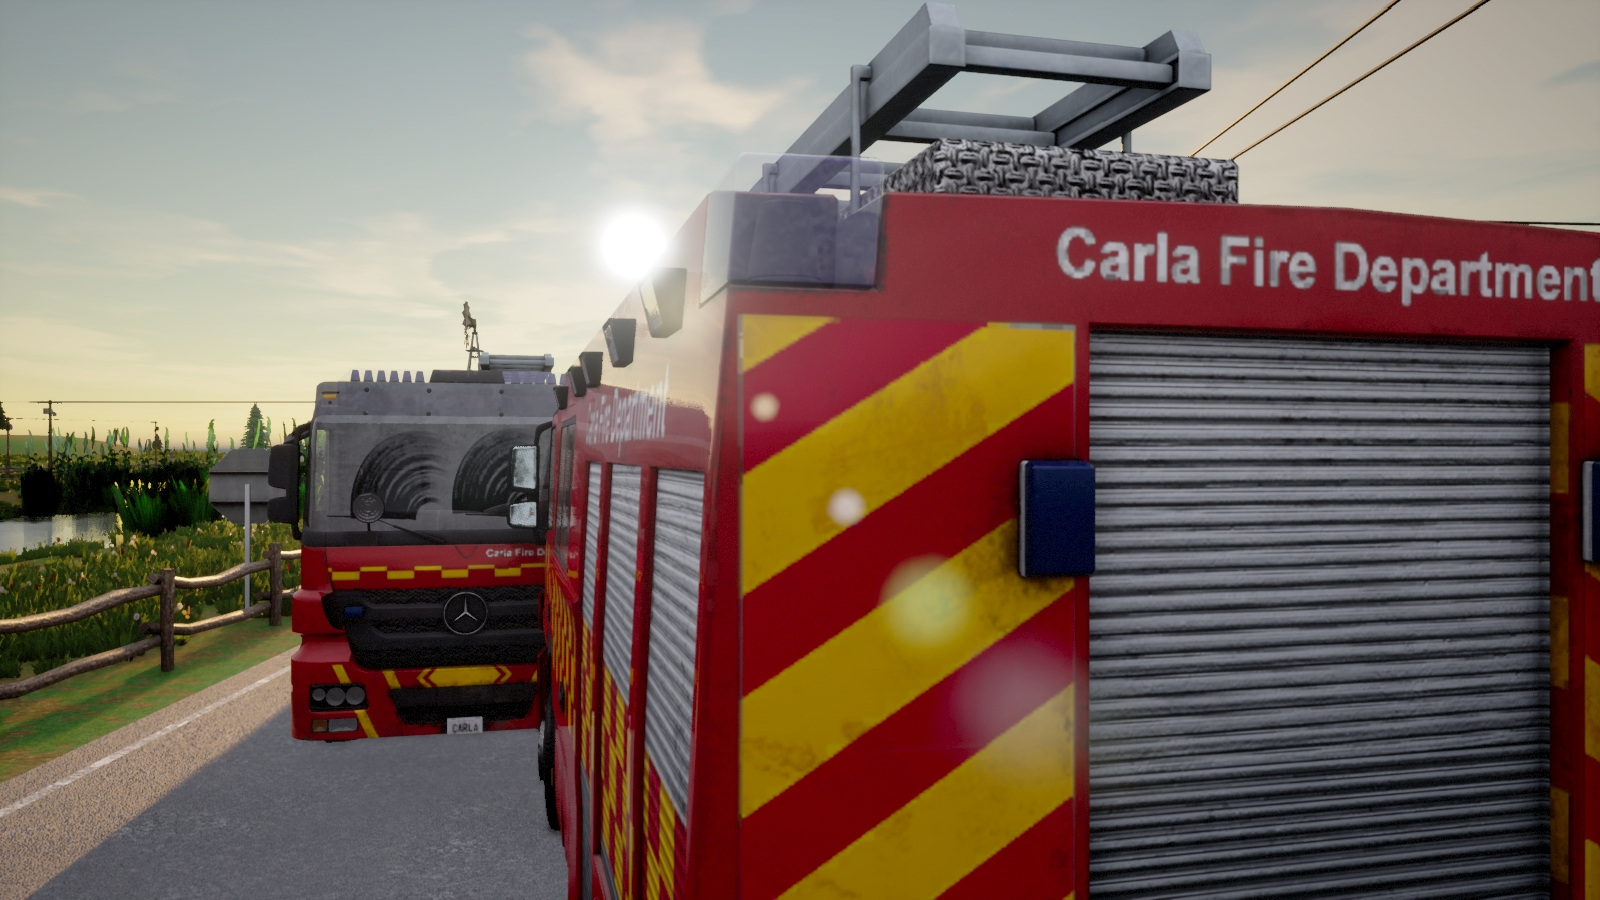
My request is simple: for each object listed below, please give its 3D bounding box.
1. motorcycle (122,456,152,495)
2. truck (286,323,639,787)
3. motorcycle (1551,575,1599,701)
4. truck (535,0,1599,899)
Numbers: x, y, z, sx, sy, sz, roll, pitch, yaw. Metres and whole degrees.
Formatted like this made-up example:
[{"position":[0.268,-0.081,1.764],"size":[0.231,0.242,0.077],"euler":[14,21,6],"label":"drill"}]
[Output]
[{"position":[-41.322,1.577,71.193],"size":[0.803,2.348,2.033],"euler":[0,0,-4],"label":"motorcycle"},{"position":[-3.908,0.862,13.883],"size":[2.891,3.827,8.468],"euler":[0,0,-15],"label":"truck"},{"position":[9.789,2.142,13.131],"size":[1.805,1.316,0.856],"euler":[0,0,-7],"label":"motorcycle"},{"position":[0.016,0.867,6.874],"size":[2.891,3.827,8.468],"euler":[0,0,-15],"label":"truck"}]
